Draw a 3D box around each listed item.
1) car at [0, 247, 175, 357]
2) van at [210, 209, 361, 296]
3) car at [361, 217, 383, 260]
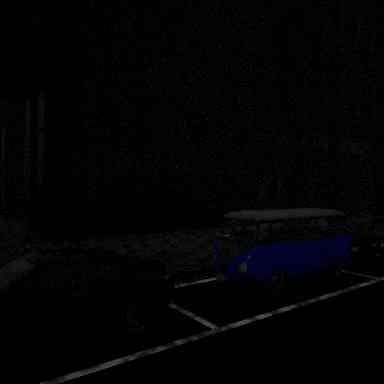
[{"bbox_3d":[-2.251,1.581,5.151,4.206,1.307,1.802,0,1,-35],"label":"car"},{"bbox_3d":[2.329,1.341,8.415,3.998,1.788,1.690,0,1,-35],"label":"van"},{"bbox_3d":[6.908,1.545,11.683,4.507,1.381,1.887,0,1,-35],"label":"car"}]
